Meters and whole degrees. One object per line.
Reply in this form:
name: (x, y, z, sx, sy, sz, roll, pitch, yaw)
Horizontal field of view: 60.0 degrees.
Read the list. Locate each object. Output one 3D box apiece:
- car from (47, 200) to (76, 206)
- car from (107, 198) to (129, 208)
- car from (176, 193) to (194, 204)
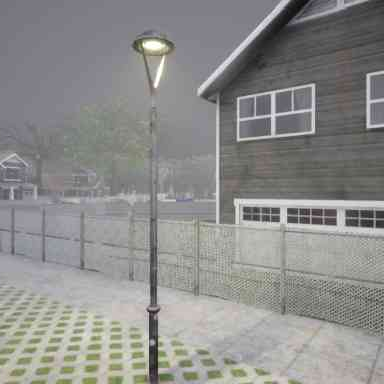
car: (-13.654, 1.583, 33.948, 2.128, 1.511, 4.902, 0, 0, 22)
car: (-10.024, 1.614, 43.644, 1.837, 1.490, 4.892, 0, 0, 19)
car: (-1.314, 1.228, 61.653, 2.150, 2.045, 5.566, 0, 0, 15)
